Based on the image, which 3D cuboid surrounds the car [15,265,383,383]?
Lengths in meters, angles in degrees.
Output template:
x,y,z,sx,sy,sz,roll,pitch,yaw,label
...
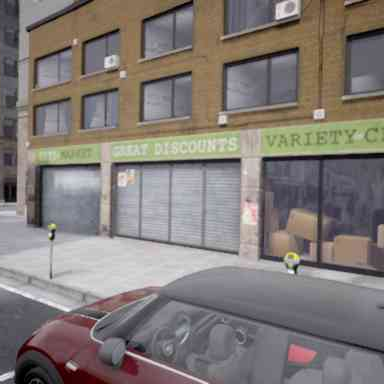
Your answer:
x,y,z,sx,sy,sz,roll,pitch,yaw,label
0.230,1.417,2.901,4.097,1.590,1.967,1,1,35,car
